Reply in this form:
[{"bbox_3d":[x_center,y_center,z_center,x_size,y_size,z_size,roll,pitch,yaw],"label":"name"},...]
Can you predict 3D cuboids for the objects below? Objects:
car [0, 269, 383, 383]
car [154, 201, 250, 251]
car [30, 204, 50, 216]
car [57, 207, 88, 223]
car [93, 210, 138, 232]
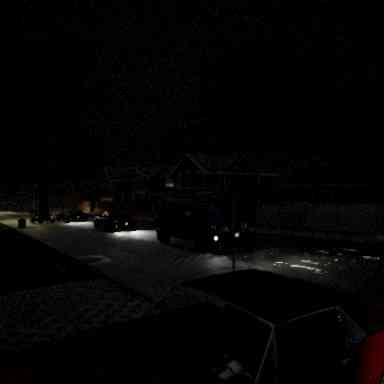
[{"bbox_3d":[0.342,1.591,3.206,4.718,1.301,1.895,0,0,-36],"label":"car"},{"bbox_3d":[0.232,1.458,15.813,2.150,2.045,5.566,0,-1,-35],"label":"car"},{"bbox_3d":[-20.780,2.443,45.385,2.128,1.511,4.902,0,-1,-36],"label":"car"},{"bbox_3d":[-11.767,2.207,32.610,1.994,1.385,4.181,0,-1,-36],"label":"car"},{"bbox_3d":[-5.546,2.001,23.901,1.994,1.385,4.181,0,-1,-36],"label":"car"}]
